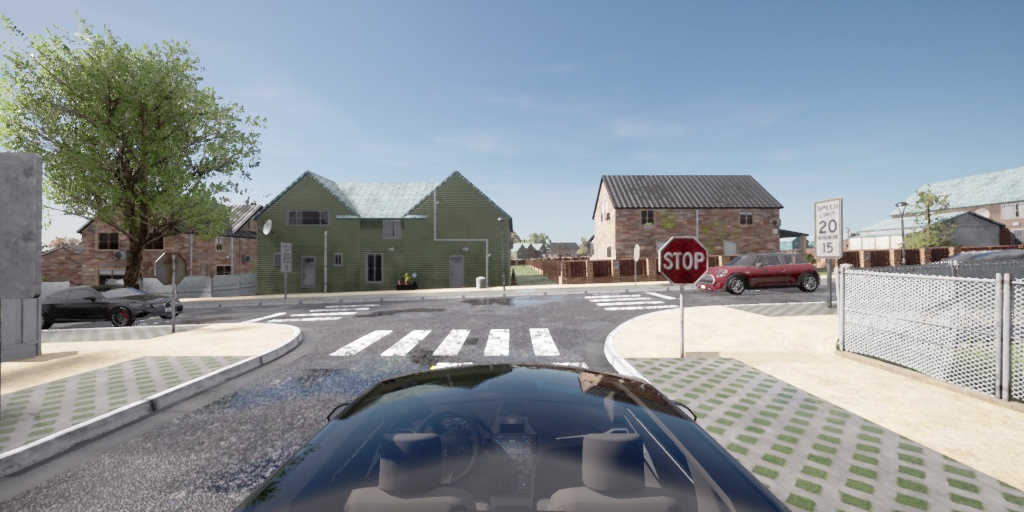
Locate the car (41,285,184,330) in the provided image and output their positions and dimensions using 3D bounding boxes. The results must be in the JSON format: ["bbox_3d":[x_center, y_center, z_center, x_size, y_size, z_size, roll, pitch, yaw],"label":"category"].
[{"bbox_3d":[-14.682,1.761,12.920,4.674,1.442,1.812,-2,0,0],"label":"car"}]

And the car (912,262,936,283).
[{"bbox_3d":[20.494,0.489,15.660,4.674,1.442,1.812,-2,0,1],"label":"car"}]

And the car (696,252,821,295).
[{"bbox_3d":[10.556,0.673,15.670,4.553,1.767,2.097,-2,0,-1],"label":"car"}]

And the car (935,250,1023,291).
[{"bbox_3d":[18.736,0.508,12.752,4.892,1.490,1.837,-2,0,1],"label":"car"}]
